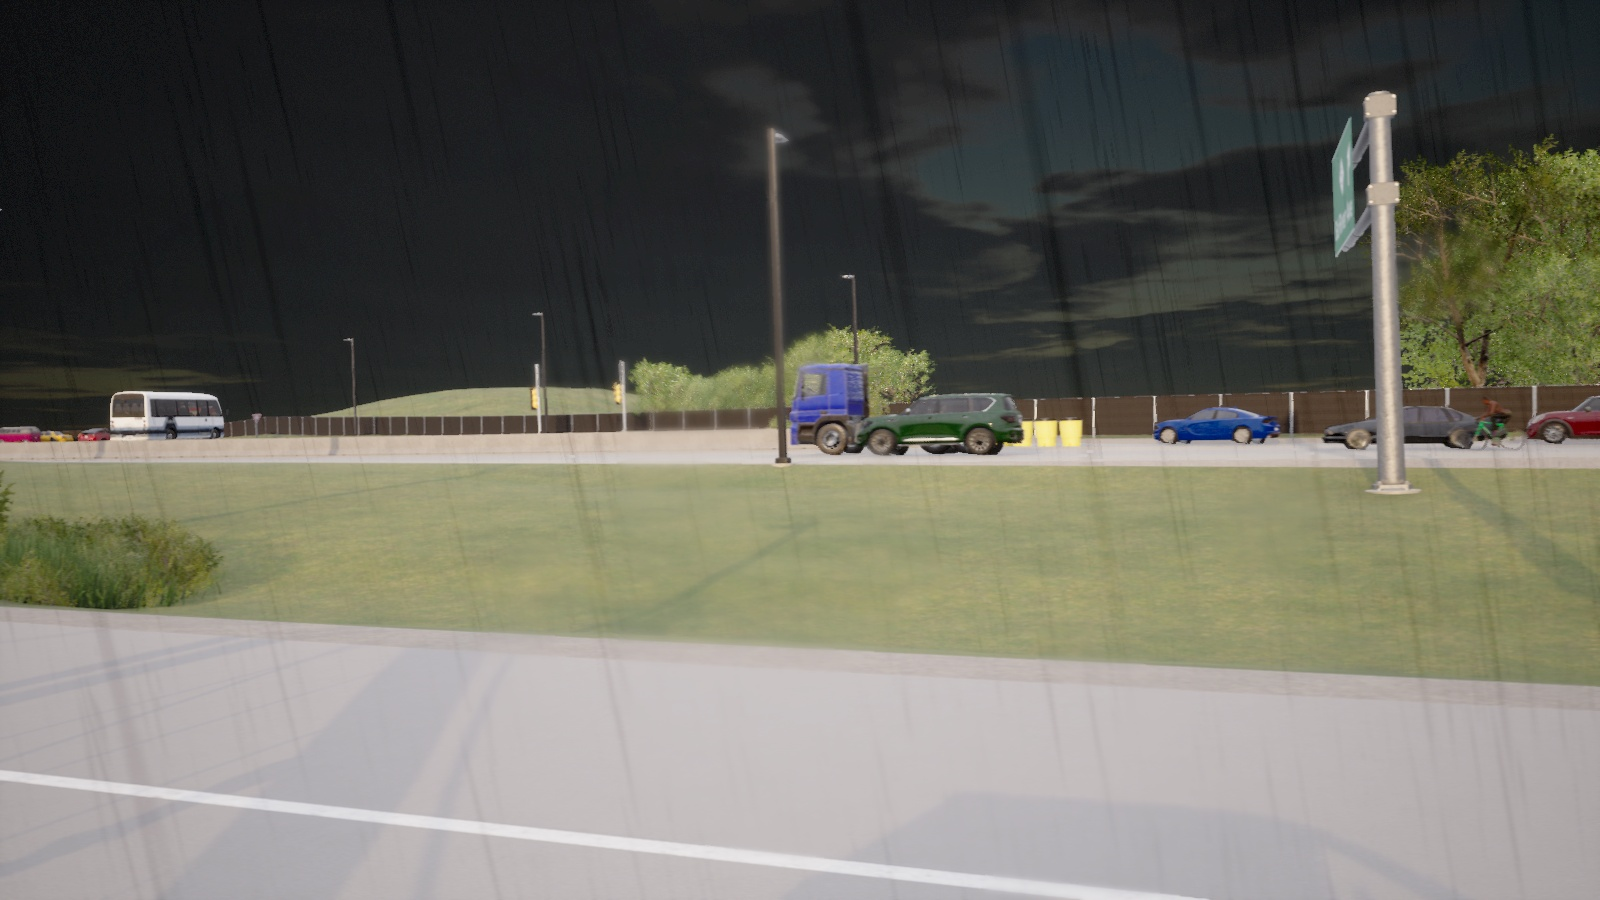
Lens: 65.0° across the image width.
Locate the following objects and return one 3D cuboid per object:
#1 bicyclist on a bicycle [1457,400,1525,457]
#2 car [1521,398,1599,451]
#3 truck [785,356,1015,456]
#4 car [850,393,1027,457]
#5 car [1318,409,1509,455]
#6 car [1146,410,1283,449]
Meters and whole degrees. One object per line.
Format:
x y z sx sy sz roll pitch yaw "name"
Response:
20.204 -0.616 36.758 1.656 1.620 0.582 -1 1 19 "bicyclist on a bicycle"
27.582 -0.886 43.416 4.553 1.767 2.097 0 1 30 "car"
3.680 -1.538 46.209 7.936 3.462 2.891 0 1 19 "truck"
4.664 -0.796 42.171 5.566 2.045 2.150 0 1 19 "car"
19.717 -0.566 40.636 5.357 1.411 2.033 0 1 19 "car"
16.956 -0.858 51.514 5.008 1.535 1.882 1 2 39 "car"
